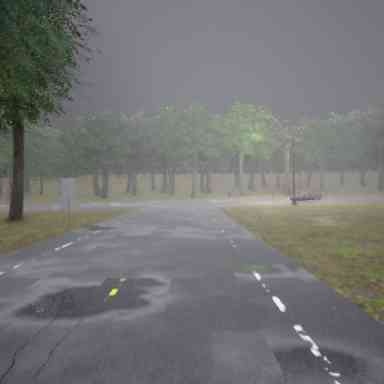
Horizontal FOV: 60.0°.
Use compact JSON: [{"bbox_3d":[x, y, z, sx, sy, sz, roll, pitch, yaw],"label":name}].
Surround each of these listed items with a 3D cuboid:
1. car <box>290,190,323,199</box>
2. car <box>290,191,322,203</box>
[{"bbox_3d":[21.294,0.474,62.022,5.357,1.411,2.033,-2,3,0],"label":"car"},{"bbox_3d":[18.829,0.993,55.059,4.718,1.301,1.895,-2,3,0],"label":"car"}]
